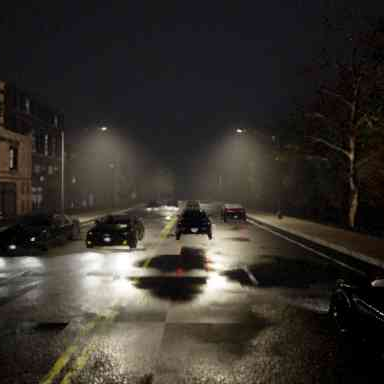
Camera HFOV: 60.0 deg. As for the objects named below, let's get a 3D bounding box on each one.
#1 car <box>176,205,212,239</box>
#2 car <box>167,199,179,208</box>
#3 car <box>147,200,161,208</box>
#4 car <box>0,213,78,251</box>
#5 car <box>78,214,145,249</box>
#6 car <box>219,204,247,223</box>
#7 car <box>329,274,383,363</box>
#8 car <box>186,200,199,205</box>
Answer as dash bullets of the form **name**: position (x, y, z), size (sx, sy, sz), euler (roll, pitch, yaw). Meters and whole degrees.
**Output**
- **car**: position (0.108, 1.675, 18.334), size (1.812, 1.442, 4.674), euler (0, 0, 0)
- **car**: position (-3.277, 1.951, 57.369), size (2.128, 1.511, 4.902), euler (0, 0, 1)
- **car**: position (-6.527, 2.020, 56.984), size (1.994, 1.385, 4.181), euler (0, 0, 1)
- **car**: position (-6.596, 1.669, 14.900), size (2.033, 1.411, 5.357), euler (0, 0, 0)
- **car**: position (-3.343, 1.687, 15.082), size (1.994, 1.385, 4.181), euler (0, 0, 0)
- **car**: position (3.358, 1.719, 27.900), size (2.128, 1.511, 4.902), euler (0, 0, 0)
- **car**: position (3.354, 1.599, 4.066), size (1.994, 1.385, 4.181), euler (0, 0, 0)
- **car**: position (0.114, 1.877, 47.793), size (2.128, 1.511, 4.902), euler (0, 0, 0)
